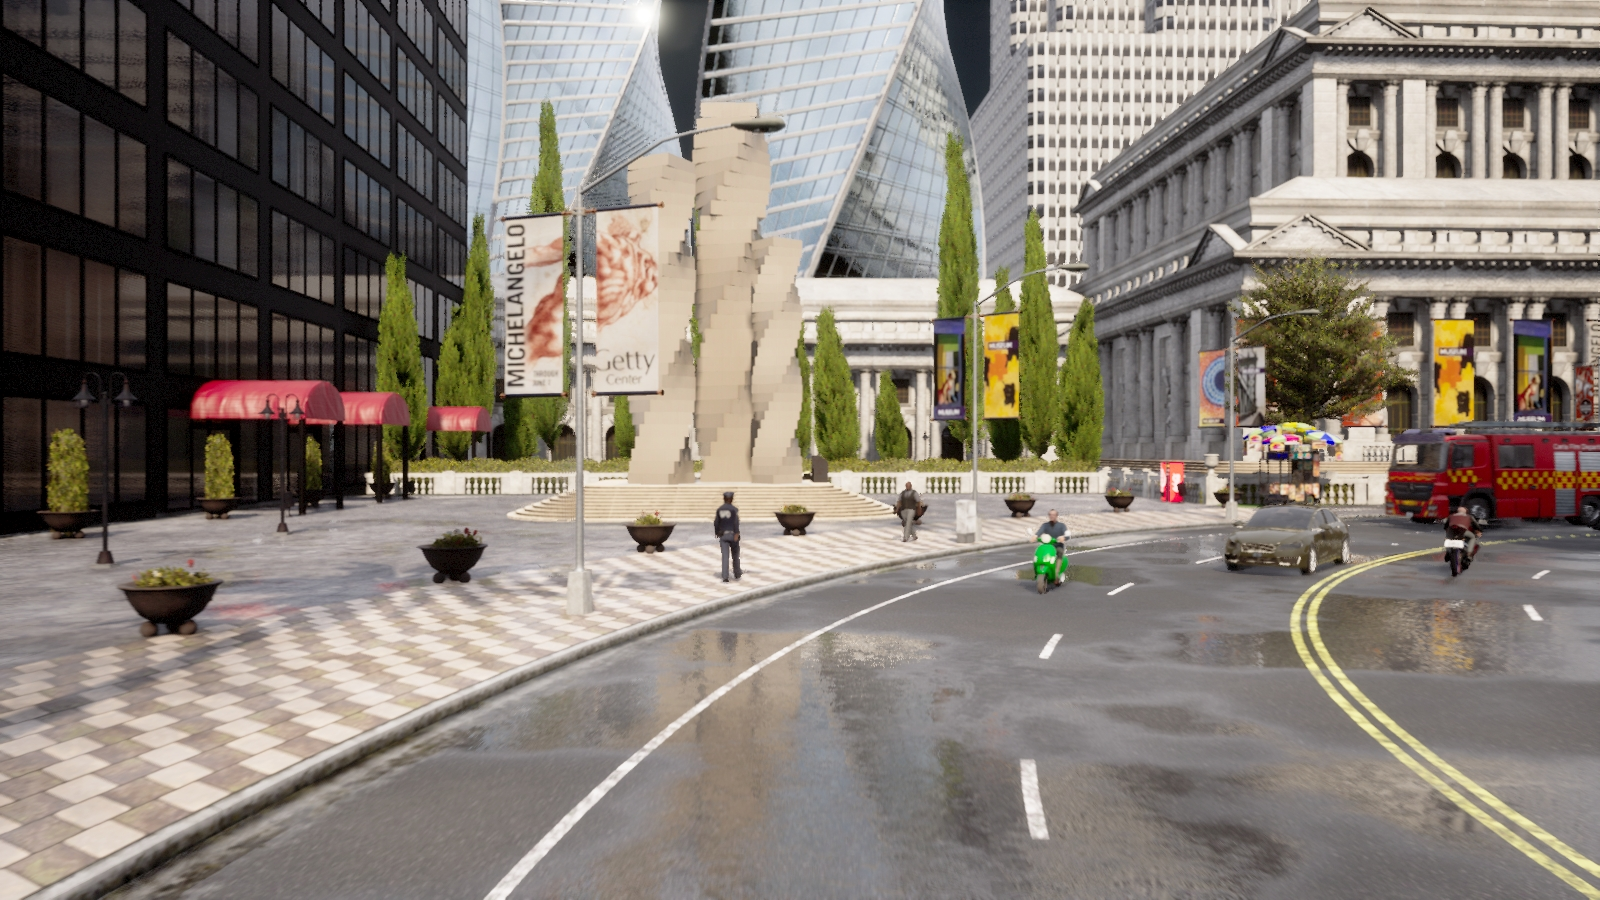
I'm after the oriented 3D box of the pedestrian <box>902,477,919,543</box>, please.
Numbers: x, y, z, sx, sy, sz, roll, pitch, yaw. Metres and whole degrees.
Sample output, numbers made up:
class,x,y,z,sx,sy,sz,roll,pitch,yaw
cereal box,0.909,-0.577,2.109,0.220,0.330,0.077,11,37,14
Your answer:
class,x,y,z,sx,sy,sz,roll,pitch,yaw
pedestrian,3.152,1.697,32.683,0.375,1.860,0.375,0,0,29

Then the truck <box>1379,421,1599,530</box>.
class,x,y,z,sx,sy,sz,roll,pitch,yaw
truck,26.112,0.893,42.315,8.468,3.827,2.891,0,0,-13

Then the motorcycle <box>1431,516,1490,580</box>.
class,x,y,z,sx,sy,sz,roll,pitch,yaw
motorcycle,15.124,2.206,26.132,0.867,1.251,2.209,1,0,38

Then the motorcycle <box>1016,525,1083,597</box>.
class,x,y,z,sx,sy,sz,roll,pitch,yaw
motorcycle,4.994,2.182,22.774,0.856,1.236,1.805,1,0,27

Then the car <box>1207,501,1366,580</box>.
class,x,y,z,sx,sy,sz,roll,pitch,yaw
car,11.655,2.062,27.169,2.231,1.480,4.892,0,0,39

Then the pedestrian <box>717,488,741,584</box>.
class,x,y,z,sx,sy,sz,roll,pitch,yaw
pedestrian,-1.417,1.698,22.711,0.375,1.860,0.375,0,0,15
